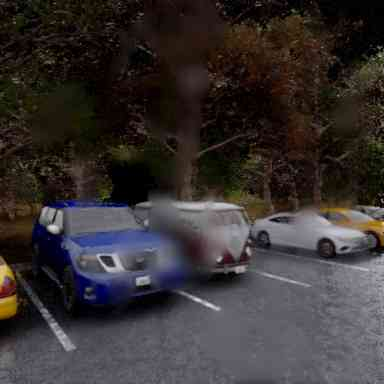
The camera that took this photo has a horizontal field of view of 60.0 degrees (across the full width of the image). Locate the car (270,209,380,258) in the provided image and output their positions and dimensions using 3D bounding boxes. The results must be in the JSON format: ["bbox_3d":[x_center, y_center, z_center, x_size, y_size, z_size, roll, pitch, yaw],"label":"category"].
[{"bbox_3d":[4.386,1.534,13.065,2.002,1.452,4.674,0,0,-35],"label":"car"}]

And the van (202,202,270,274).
[{"bbox_3d":[-0.116,1.279,9.783,1.878,1.987,4.442,0,0,-35],"label":"van"}]

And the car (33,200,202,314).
[{"bbox_3d":[-2.452,1.260,8.263,2.435,2.045,5.566,0,0,-35],"label":"car"}]

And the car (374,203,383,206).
[{"bbox_3d":[8.953,1.481,16.254,2.231,1.521,4.892,0,0,-35],"label":"car"}]

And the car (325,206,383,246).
[{"bbox_3d":[6.669,1.487,14.660,2.097,1.535,5.008,0,0,-35],"label":"car"}]

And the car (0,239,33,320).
[{"bbox_3d":[-4.858,1.515,6.845,1.946,1.575,5.366,0,0,-35],"label":"car"}]

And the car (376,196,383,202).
[{"bbox_3d":[13.542,1.214,19.411,2.435,2.045,5.566,0,0,-35],"label":"car"}]
